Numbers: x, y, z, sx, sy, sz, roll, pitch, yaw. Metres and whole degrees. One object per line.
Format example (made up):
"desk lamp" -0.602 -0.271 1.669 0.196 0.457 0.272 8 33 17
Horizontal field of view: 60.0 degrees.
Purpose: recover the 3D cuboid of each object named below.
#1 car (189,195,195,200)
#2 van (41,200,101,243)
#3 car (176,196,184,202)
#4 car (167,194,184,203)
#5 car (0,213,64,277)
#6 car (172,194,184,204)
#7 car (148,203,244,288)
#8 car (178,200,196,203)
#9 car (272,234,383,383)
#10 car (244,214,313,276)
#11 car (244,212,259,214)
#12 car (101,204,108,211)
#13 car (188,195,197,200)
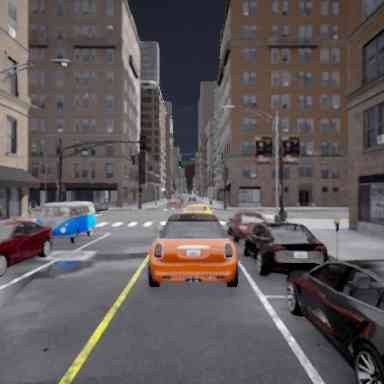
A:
"car" -0.001 1.542 91.865 1.812 1.442 4.674 0 0 0
"van" -5.857 1.368 15.822 1.690 1.788 3.998 0 0 0
"car" -2.953 1.750 83.324 1.895 1.301 4.718 0 0 0
"car" -2.854 1.447 52.613 2.097 1.767 4.553 0 0 0
"car" -5.857 1.562 10.236 1.887 1.381 4.507 0 0 0
"car" -2.871 1.352 68.654 2.150 2.045 5.566 0 0 0
"car" 0.021 1.369 9.462 2.097 1.767 4.553 0 0 0
"car" 0.414 1.513 21.214 1.882 1.535 5.008 0 0 5
"car" 2.669 1.574 4.655 1.947 1.339 4.313 0 0 0
"car" 2.668 1.584 10.240 1.947 1.339 4.313 0 0 0
"car" 2.667 1.609 15.825 1.802 1.307 4.206 0 0 0
"car" -11.859 1.612 35.816 5.357 1.411 2.033 0 0 -2
"car" 0.058 1.675 81.444 2.128 1.511 4.902 0 0 0
